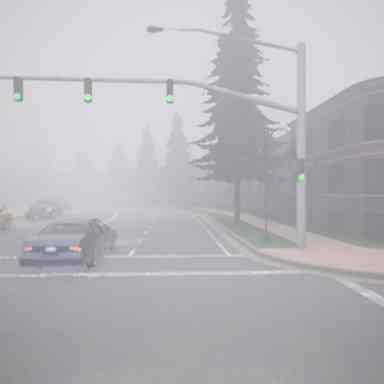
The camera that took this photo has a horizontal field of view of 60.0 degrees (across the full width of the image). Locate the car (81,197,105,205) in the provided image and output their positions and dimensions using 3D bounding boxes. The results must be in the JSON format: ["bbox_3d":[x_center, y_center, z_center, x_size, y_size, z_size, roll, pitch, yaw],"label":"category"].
[{"bbox_3d":[-18.088,1.600,60.860,4.718,1.301,1.895,0,0,40],"label":"car"}]

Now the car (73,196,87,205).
[{"bbox_3d":[-20.754,1.490,58.543,4.902,1.511,2.128,0,0,40],"label":"car"}]

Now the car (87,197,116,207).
[{"bbox_3d":[-13.875,1.601,51.045,1.895,1.301,4.718,0,0,-38],"label":"car"}]

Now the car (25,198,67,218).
[{"bbox_3d":[-12.269,1.351,27.854,2.097,1.767,4.553,0,0,-8],"label":"car"}]

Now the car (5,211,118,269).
[{"bbox_3d":[-3.821,1.547,11.179,2.033,1.411,5.357,0,0,-3],"label":"car"}]

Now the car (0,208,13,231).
[{"bbox_3d":[-11.413,1.476,17.628,1.882,1.535,5.008,0,0,-3],"label":"car"}]

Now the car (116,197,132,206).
[{"bbox_3d":[-11.282,1.506,53.420,1.837,1.490,4.892,0,0,-38],"label":"car"}]

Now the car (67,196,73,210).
[{"bbox_3d":[-16.349,1.501,41.358,1.837,1.490,4.892,0,1,-27],"label":"car"}]
